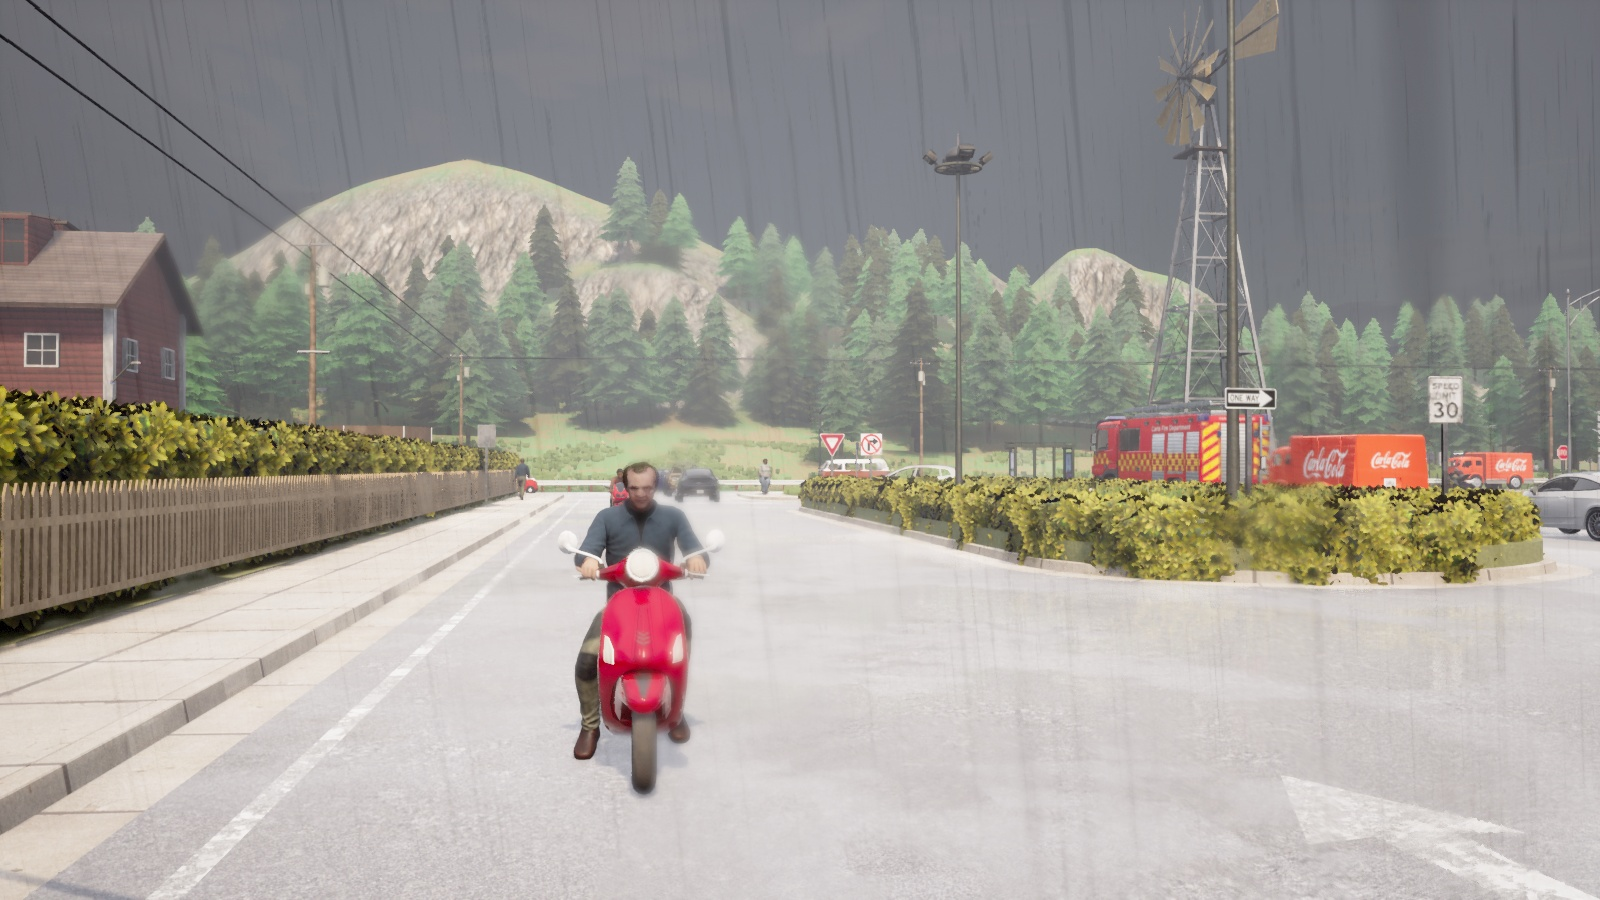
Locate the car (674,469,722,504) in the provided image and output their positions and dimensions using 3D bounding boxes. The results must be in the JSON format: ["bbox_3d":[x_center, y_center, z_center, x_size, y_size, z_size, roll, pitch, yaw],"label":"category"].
[{"bbox_3d":[-4.648,1.618,56.599,1.837,1.490,4.892,0,-1,-8],"label":"car"}]

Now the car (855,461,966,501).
[{"bbox_3d":[4.820,1.345,54.410,4.611,1.667,2.242,-1,-1,10],"label":"car"}]

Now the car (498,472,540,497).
[{"bbox_3d":[-15.906,1.961,71.096,2.207,1.376,1.481,-1,-1,-8],"label":"car"}]

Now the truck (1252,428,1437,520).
[{"bbox_3d":[15.741,0.682,36.715,2.627,2.467,5.204,0,-1,-8],"label":"truck"}]

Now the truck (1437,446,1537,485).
[{"bbox_3d":[45.567,1.043,83.366,5.204,2.467,2.627,-1,-1,-8],"label":"truck"}]

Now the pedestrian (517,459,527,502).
[{"bbox_3d":[-11.746,1.284,53.118,0.370,1.835,0.726,0,-1,-9],"label":"pedestrian"}]

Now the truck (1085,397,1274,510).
[{"bbox_3d":[13.910,0.158,46.998,2.891,3.827,8.468,0,-1,-13],"label":"truck"}]

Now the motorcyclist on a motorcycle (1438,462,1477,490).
[{"bbox_3d":[36.731,1.469,70.211,0.866,1.530,2.191,0,-1,-6],"label":"motorcyclist on a motorcycle"}]

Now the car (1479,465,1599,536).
[{"bbox_3d":[17.194,1.056,27.343,1.812,1.442,4.674,0,-1,-8],"label":"car"}]

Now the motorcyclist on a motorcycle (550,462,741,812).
[{"bbox_3d":[-0.841,0.865,6.701,0.866,1.590,1.817,0,-1,-8],"label":"motorcyclist on a motorcycle"}]

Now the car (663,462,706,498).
[{"bbox_3d":[-6.176,1.577,66.621,1.932,1.855,4.605,0,-1,-9],"label":"car"}]

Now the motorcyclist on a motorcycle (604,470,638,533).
[{"bbox_3d":[-4.512,1.260,31.641,0.797,1.523,2.044,0,-1,-8],"label":"motorcyclist on a motorcycle"}]

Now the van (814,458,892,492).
[{"bbox_3d":[3.260,1.549,77.356,4.480,2.038,2.069,0,-1,-8],"label":"van"}]

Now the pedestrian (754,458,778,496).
[{"bbox_3d":[-1.675,1.315,62.037,0.874,1.855,0.900,0,-1,-29],"label":"pedestrian"}]
